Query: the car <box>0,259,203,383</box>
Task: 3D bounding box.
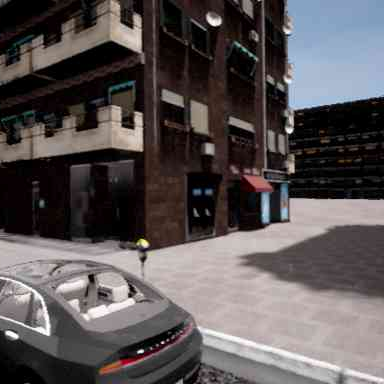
[{"bbox_3d":[-1.941,1.561,4.270,4.403,1.369,2.008,0,-1,35],"label":"car"}]
